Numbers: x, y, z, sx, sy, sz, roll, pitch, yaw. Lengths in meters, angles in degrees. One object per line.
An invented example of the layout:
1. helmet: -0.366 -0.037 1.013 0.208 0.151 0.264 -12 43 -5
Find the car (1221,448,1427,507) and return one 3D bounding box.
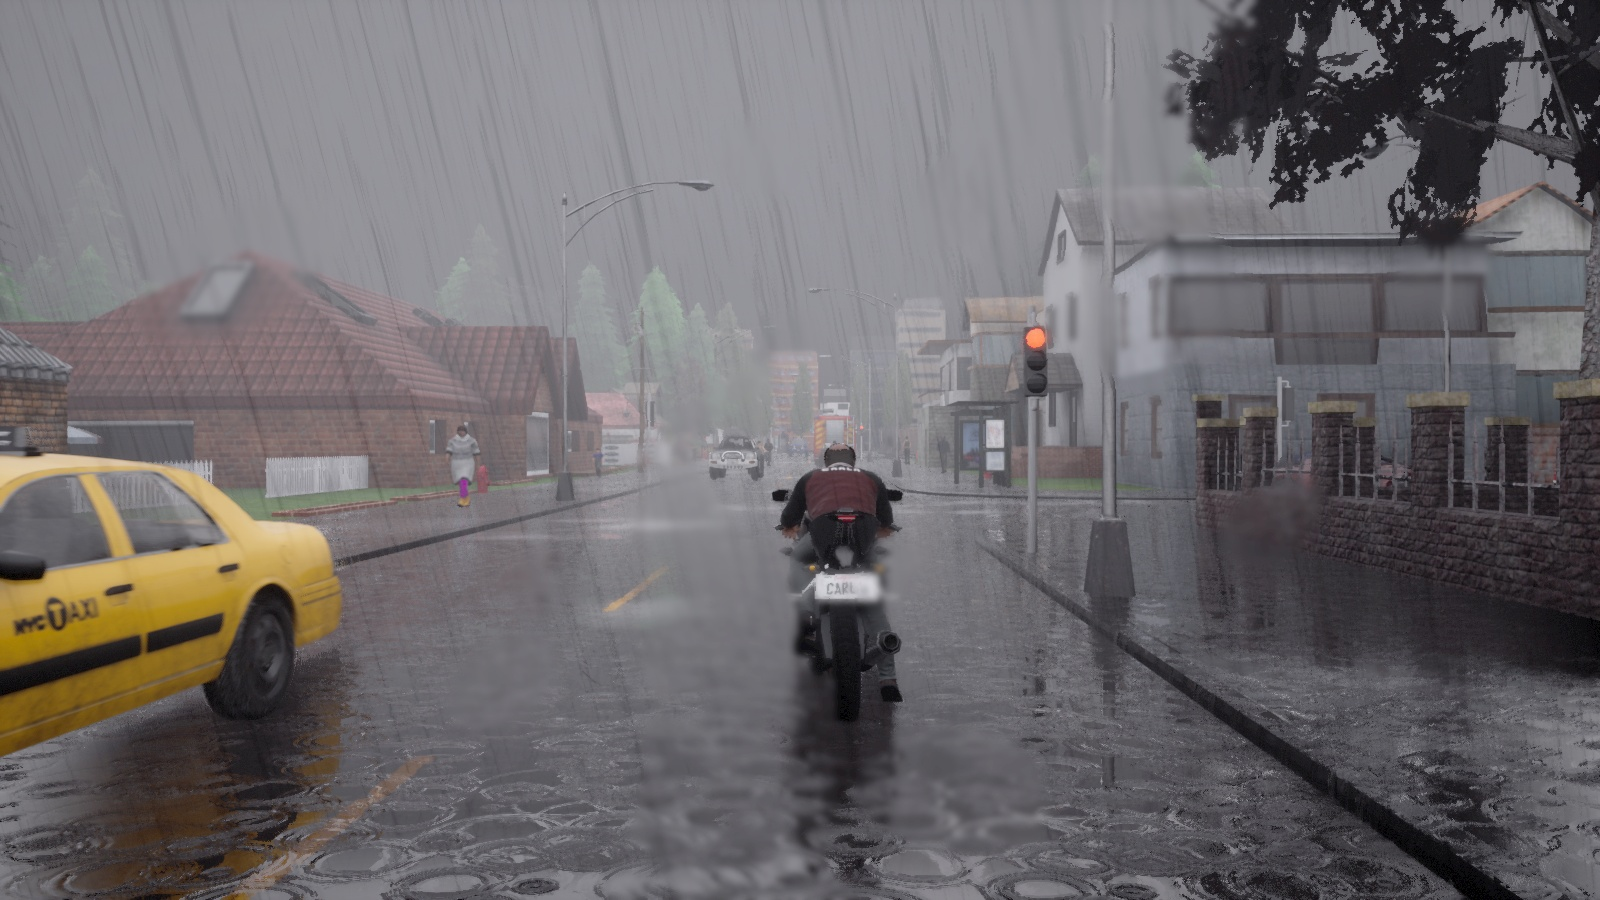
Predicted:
1. car: 12.657 0.648 30.543 4.181 1.385 1.994 0 0 1

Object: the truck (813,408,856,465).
1. truck: 2.443 -0.918 88.847 2.891 3.827 8.468 0 0 1

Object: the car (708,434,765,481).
1. car: -2.569 0.268 52.005 1.932 1.855 4.605 0 0 2

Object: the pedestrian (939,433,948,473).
1. pedestrian: 6.606 0.136 57.637 0.402 1.842 0.726 0 0 7

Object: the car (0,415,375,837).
1. car: -3.836 0.650 5.642 1.801 1.575 5.366 0 0 3

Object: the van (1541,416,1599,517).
1. van: 18.371 0.336 26.301 4.480 2.038 2.069 0 0 -1

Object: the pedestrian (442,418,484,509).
1. pedestrian: -7.347 0.286 27.410 0.659 1.952 0.873 0 0 1

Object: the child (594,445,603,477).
1. child: -8.063 0.446 50.254 0.270 1.263 0.437 0 0 8

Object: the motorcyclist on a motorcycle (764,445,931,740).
1. motorcyclist on a motorcycle: 0.244 0.739 7.623 0.866 1.530 2.191 0 0 0
